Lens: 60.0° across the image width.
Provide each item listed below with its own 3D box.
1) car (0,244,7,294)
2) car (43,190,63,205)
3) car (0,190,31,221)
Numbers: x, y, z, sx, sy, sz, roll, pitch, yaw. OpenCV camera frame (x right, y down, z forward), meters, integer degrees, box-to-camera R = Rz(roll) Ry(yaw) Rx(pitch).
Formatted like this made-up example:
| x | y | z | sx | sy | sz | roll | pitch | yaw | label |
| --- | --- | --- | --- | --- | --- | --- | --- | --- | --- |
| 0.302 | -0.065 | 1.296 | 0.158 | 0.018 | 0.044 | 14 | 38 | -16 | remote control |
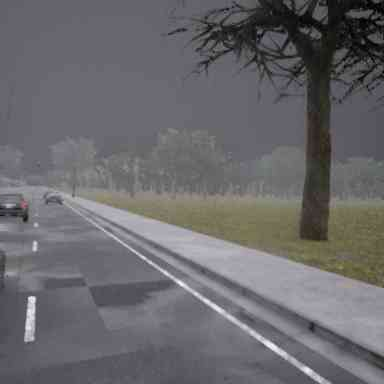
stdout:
| x | y | z | sx | sy | sz | roll | pitch | yaw | label |
| --- | --- | --- | --- | --- | --- | --- | --- | --- | --- |
| -4.364 | 1.384 | 5.603 | 1.994 | 1.385 | 4.181 | 2 | 0 | -25 | car |
| -16.938 | 0.762 | 40.757 | 1.812 | 1.442 | 4.674 | 2 | 0 | -25 | car |
| -11.732 | 0.846 | 21.662 | 2.097 | 1.767 | 4.553 | 2 | 0 | -25 | car |
